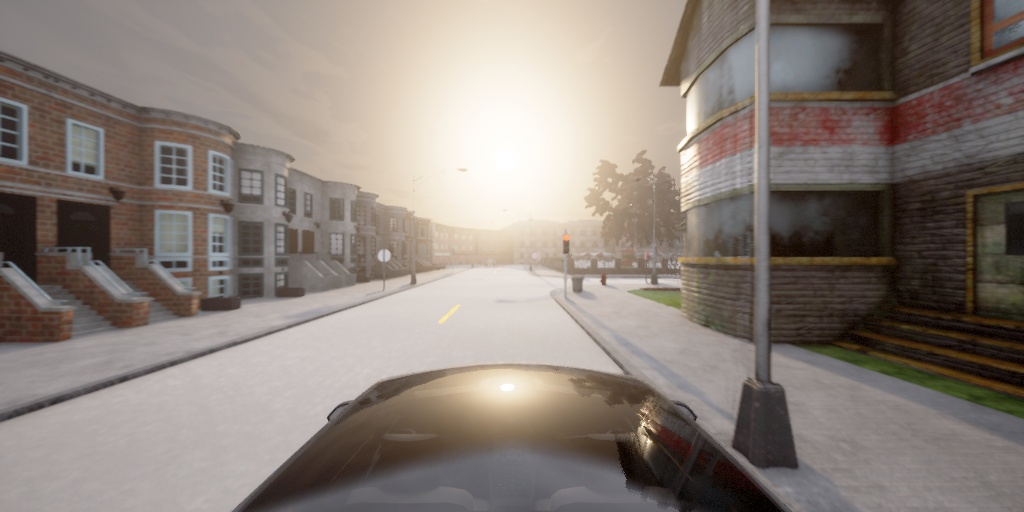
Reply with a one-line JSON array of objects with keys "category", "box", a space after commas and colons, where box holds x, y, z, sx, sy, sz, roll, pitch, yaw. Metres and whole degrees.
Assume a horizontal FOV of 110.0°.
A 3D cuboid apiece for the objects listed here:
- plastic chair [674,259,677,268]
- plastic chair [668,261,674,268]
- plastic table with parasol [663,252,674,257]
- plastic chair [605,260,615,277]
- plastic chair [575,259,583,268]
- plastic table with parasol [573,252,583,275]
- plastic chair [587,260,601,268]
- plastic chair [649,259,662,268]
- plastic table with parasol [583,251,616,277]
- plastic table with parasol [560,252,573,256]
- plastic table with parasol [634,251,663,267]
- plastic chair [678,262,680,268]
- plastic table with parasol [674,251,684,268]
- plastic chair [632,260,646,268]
[{"category": "plastic chair", "box": [21.067, 1.285, 47.786, 0.730, 1.272, 0.750, 0, 0, -41]}, {"category": "plastic chair", "box": [19.169, 1.296, 44.315, 0.750, 1.272, 0.730, 0, 0, -35]}, {"category": "plastic table with parasol", "box": [18.281, 0.664, 45.267, 2.482, 2.480, 2.482, 0, 0, -42]}, {"category": "plastic chair", "box": [10.985, 1.332, 39.308, 0.750, 1.272, 0.730, 0, 0, -35]}, {"category": "plastic chair", "box": [8.614, 1.293, 44.028, 0.730, 1.272, 0.750, 0, 0, -40]}, {"category": "plastic table with parasol", "box": [9.645, 0.692, 44.772, 2.482, 2.480, 2.482, 0, 0, -40]}, {"category": "plastic chair", "box": [9.053, 1.332, 39.537, 0.730, 1.272, 0.750, 0, 0, -40]}, {"category": "plastic chair", "box": [16.216, 1.301, 40.307, 0.750, 1.272, 0.730, 0, 0, -35]}, {"category": "plastic table with parasol", "box": [10.084, 0.728, 40.282, 2.482, 2.480, 2.482, 0, 0, -40]}, {"category": "plastic table with parasol", "box": [10.042, 0.620, 58.861, 2.482, 2.480, 2.482, 0, 0, -38]}, {"category": "plastic table with parasol", "box": [15.314, 0.697, 41.281, 2.482, 2.480, 2.482, 0, 0, -40]}, {"category": "plastic chair", "box": [22.919, 1.279, 47.542, 0.750, 1.272, 0.730, 0, 0, -34]}, {"category": "plastic table with parasol", "box": [22.075, 0.611, 48.535, 2.482, 2.480, 2.482, 0, 0, -39]}, {"category": "plastic chair", "box": [14.283, 1.313, 40.537, 0.730, 1.272, 0.750, 0, 0, -40]}]
